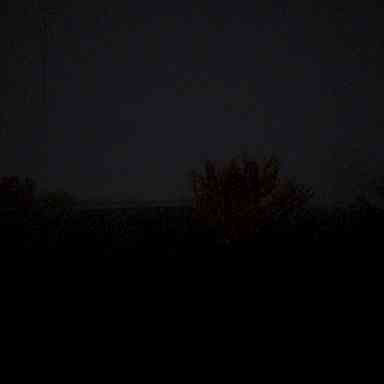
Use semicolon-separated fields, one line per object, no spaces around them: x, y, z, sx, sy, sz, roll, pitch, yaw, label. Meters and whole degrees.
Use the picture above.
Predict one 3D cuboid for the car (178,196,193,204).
-0.483;1.474;60.575;2.128;1.511;4.902;0;-1;36;car
